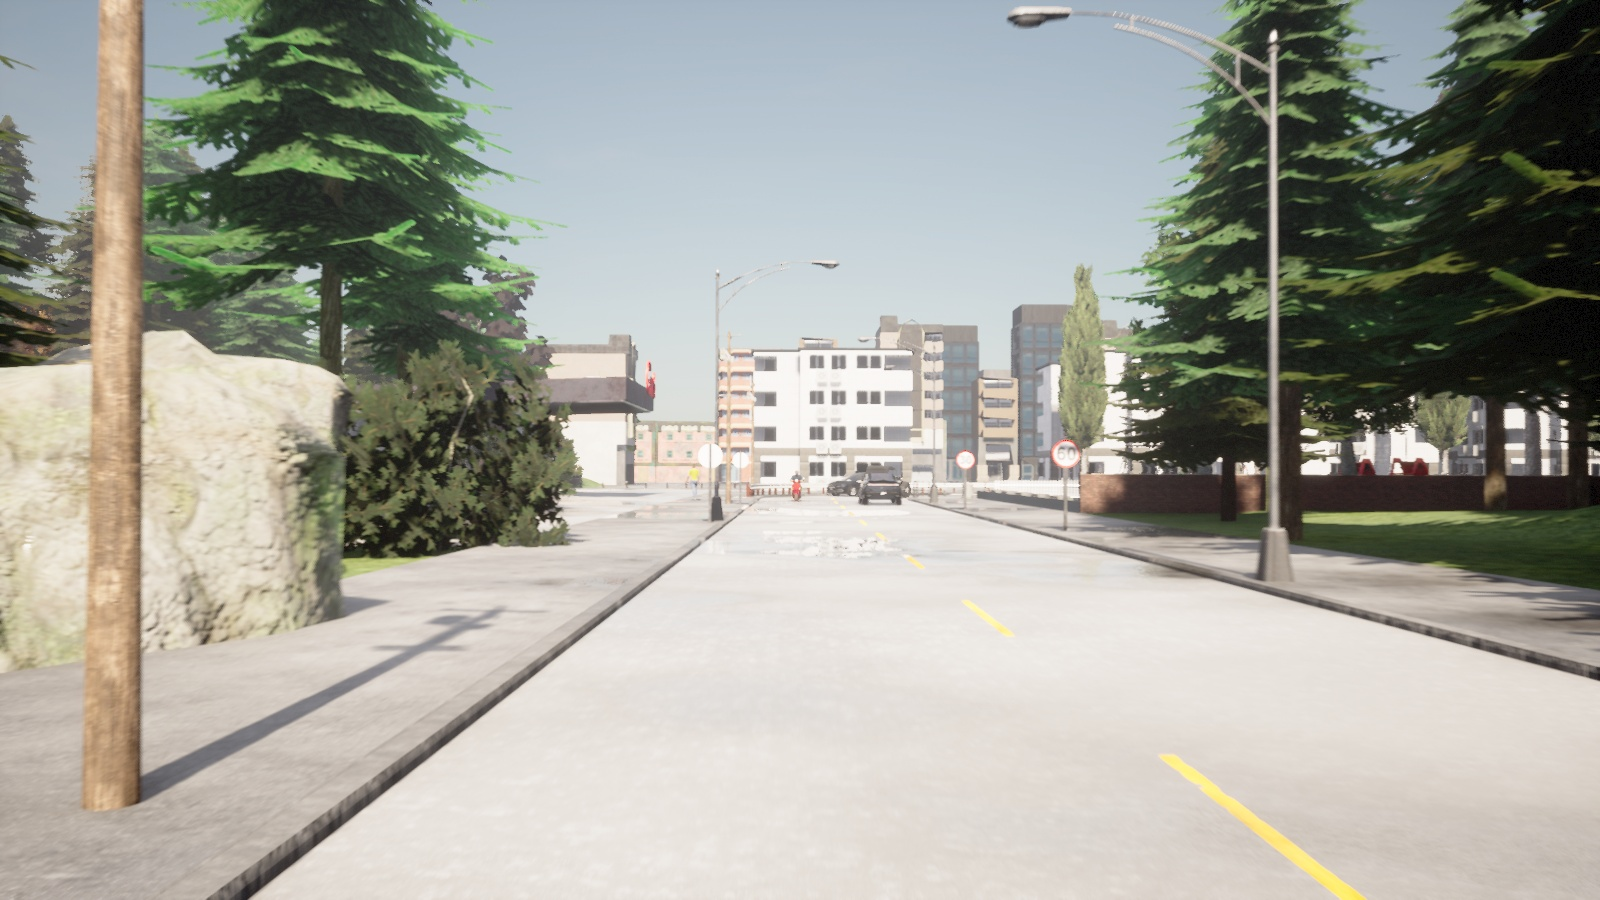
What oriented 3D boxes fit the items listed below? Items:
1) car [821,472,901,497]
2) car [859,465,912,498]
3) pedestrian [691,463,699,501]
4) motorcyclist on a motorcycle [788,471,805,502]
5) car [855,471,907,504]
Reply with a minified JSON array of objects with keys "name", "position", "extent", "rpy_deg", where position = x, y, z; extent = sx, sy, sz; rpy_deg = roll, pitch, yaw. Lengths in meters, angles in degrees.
[{"name":"car","position":[3.841,2.116,78.053],"extent":[4.892,1.490,1.837],"rpy_deg":[0,-2,-36]},{"name":"car","position":[5.005,1.817,72.987],"extent":[1.905,1.878,3.866],"rpy_deg":[-1,-1,23]},{"name":"pedestrian","position":[-5.172,1.582,61.808],"extent":[0.354,1.836,0.706],"rpy_deg":[0,-1,-11]},{"name":"motorcyclist on a motorcycle","position":[-0.171,1.861,65.076],"extent":[0.866,1.590,1.817],"rpy_deg":[0,-1,1]},{"name":"car","position":[3.805,1.762,59.934],"extent":[2.128,1.511,4.902],"rpy_deg":[0,-1,0]}]
